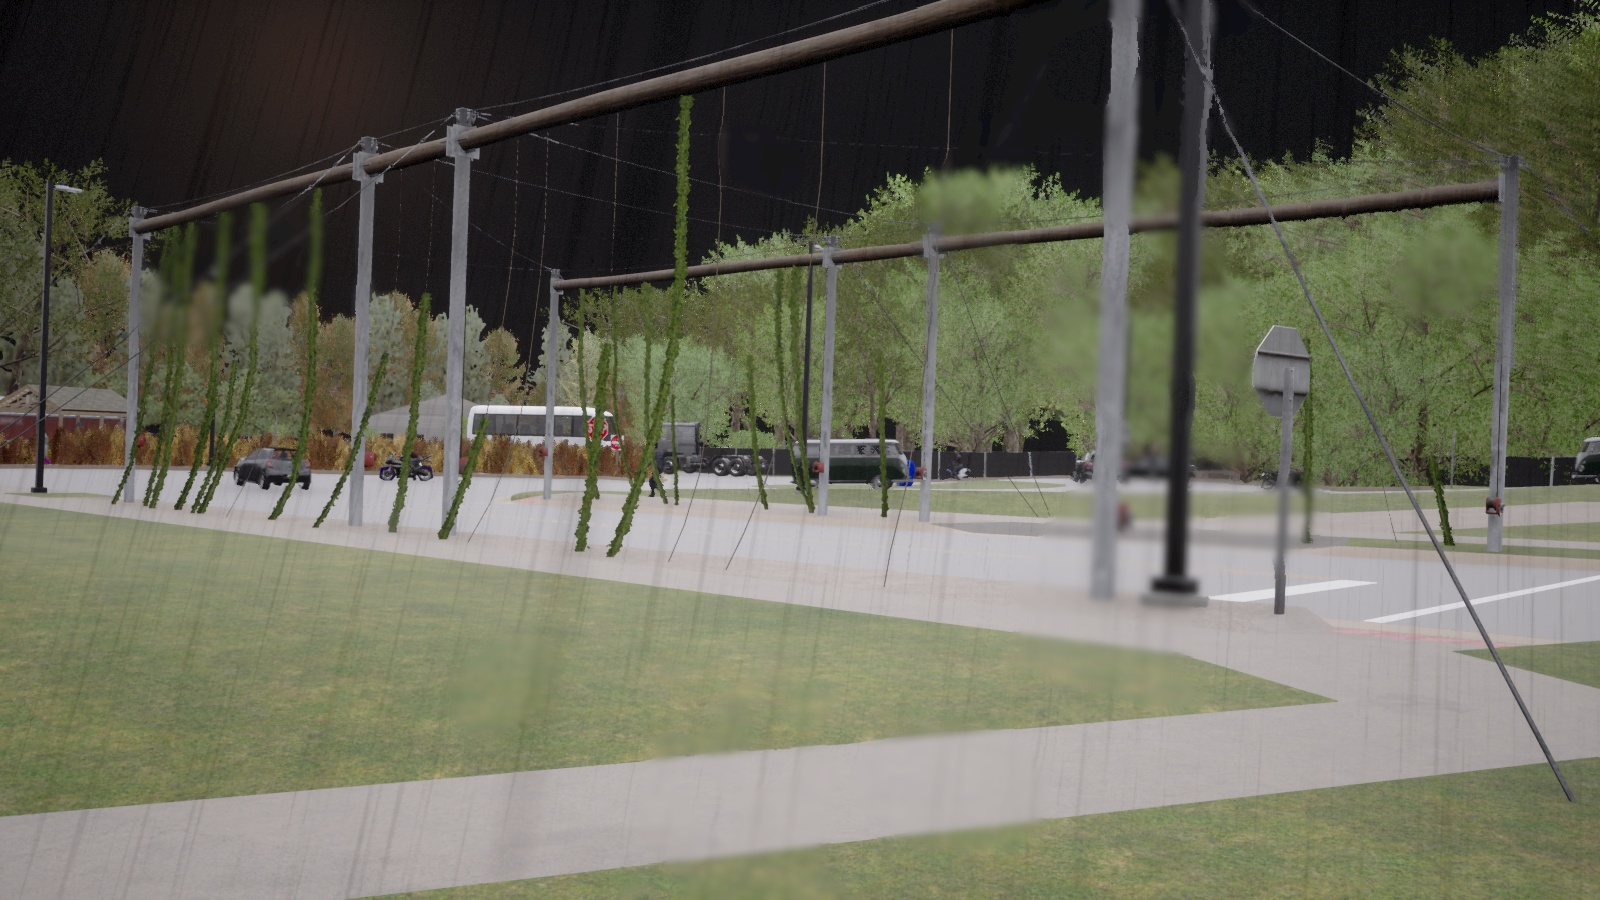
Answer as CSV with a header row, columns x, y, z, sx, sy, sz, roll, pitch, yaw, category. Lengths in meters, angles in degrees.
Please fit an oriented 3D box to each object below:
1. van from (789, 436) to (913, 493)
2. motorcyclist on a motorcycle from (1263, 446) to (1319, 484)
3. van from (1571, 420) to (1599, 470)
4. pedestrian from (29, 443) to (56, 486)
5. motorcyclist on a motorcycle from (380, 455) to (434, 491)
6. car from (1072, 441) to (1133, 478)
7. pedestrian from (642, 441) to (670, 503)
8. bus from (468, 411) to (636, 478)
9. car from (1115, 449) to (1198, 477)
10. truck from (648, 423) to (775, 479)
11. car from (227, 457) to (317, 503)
x,y,z,sx,sy,sz,roll,pitch,yaw,category
1.942,0.542,46.950,4.442,1.987,1.775,-2,0,7,van
20.265,0.609,51.886,2.044,1.523,0.797,0,1,11,motorcyclist on a motorcycle
33.814,-0.333,50.515,4.442,1.987,1.775,-4,-1,22,van
-35.094,0.680,58.182,0.873,1.952,0.659,1,0,-15,pedestrian
-16.924,0.985,54.115,2.191,1.530,0.866,0,1,-21,motorcyclist on a motorcycle
14.628,0.438,60.920,2.242,1.667,4.611,-1,0,6,car
-4.538,0.684,39.562,0.788,1.949,0.423,1,0,36,pedestrian
-16.416,-0.397,83.295,10.273,4.253,3.944,0,1,14,bus
17.874,0.633,63.220,1.895,1.301,4.718,0,0,-15,car
-5.782,0.028,81.616,7.936,3.462,2.891,0,1,27,truck
-19.298,1.074,45.850,1.845,1.501,3.633,0,1,-43,car
